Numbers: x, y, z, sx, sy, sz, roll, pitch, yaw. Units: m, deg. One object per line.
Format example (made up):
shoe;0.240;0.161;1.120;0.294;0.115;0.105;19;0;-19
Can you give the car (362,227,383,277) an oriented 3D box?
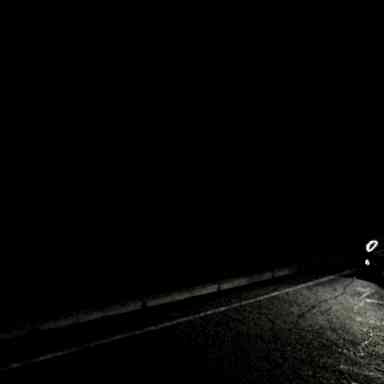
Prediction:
car;6.813;1.475;9.656;4.553;1.767;2.097;1;0;-41
